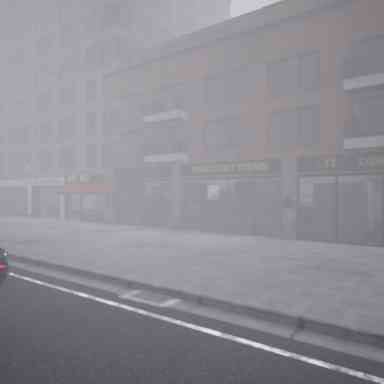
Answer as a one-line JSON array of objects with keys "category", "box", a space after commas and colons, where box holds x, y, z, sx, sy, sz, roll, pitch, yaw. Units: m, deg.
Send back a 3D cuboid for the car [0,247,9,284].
[{"category": "car", "box": [-6.255, 1.520, 8.124, 4.674, 1.442, 1.812, 0, 0, 36]}]
